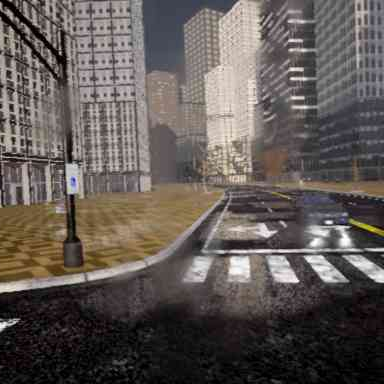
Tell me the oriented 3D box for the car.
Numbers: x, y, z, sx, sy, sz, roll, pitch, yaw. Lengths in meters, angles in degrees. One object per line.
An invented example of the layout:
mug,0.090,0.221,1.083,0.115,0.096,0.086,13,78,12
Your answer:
car,6.090,0.785,16.520,2.033,1.411,5.357,-2,2,8
